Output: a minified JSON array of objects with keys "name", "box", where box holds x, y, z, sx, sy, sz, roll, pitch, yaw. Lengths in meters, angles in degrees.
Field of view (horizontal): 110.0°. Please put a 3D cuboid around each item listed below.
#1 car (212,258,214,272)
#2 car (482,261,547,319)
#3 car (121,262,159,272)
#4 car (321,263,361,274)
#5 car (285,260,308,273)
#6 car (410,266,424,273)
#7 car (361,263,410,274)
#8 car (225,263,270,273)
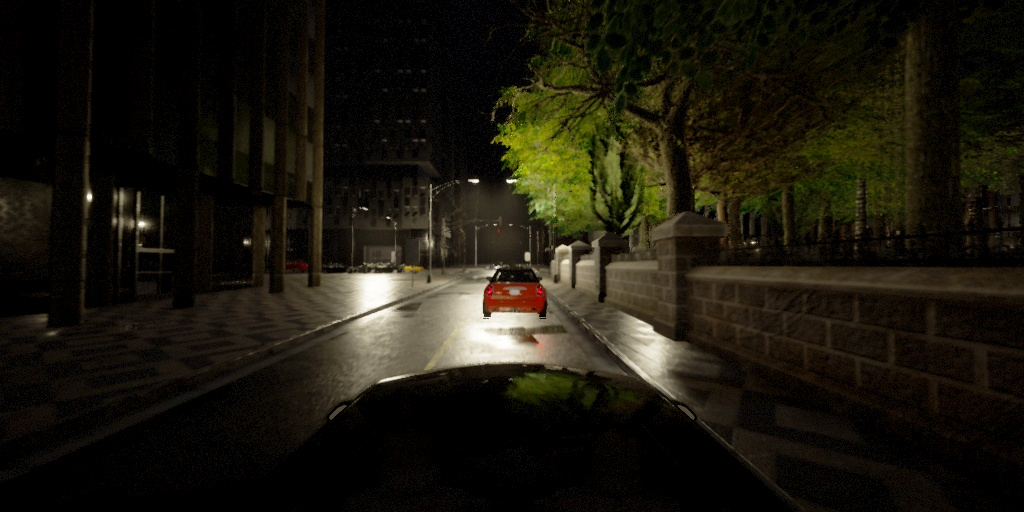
[{"name":"car","box":[-36.711,1.270,41.806,5.009,1.841,2.192,0,0,0]},{"name":"car","box":[0.090,1.168,13.337,2.097,1.767,4.553,0,0,0]},{"name":"car","box":[-42.224,1.403,41.833,4.097,1.591,1.967,0,0,0]},{"name":"car","box":[-20.172,1.499,41.723,4.313,1.339,1.948,0,0,0]},{"name":"car","box":[-31.163,1.490,50.300,5.009,1.841,2.192,0,0,0]},{"name":"car","box":[-14.796,1.680,50.219,4.829,1.417,1.751,0,0,0]},{"name":"car","box":[-14.659,1.477,41.696,4.403,1.370,2.007,0,0,0]},{"name":"car","box":[-31.198,1.529,41.778,4.207,1.307,1.802,0,0,0]}]
